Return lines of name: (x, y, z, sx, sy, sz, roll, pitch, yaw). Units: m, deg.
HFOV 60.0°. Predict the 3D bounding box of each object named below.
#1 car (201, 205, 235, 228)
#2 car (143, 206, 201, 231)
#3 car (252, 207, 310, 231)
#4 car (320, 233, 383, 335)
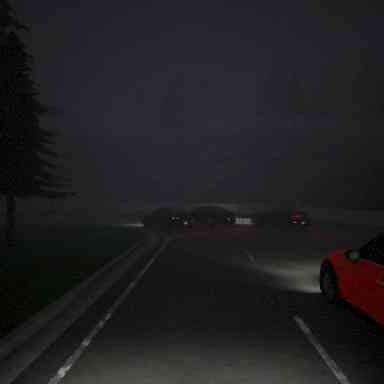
car: (1.079, 1.735, 24.826, 1.882, 1.535, 5.008, 2, -1, -35)
car: (-1.659, 1.742, 22.576, 1.812, 1.442, 4.674, 2, -1, -33)
car: (6.043, 1.765, 23.119, 2.128, 1.511, 4.902, 1, -1, -22)
car: (3.830, 1.434, 5.496, 2.097, 1.767, 4.553, 0, -1, 1)
